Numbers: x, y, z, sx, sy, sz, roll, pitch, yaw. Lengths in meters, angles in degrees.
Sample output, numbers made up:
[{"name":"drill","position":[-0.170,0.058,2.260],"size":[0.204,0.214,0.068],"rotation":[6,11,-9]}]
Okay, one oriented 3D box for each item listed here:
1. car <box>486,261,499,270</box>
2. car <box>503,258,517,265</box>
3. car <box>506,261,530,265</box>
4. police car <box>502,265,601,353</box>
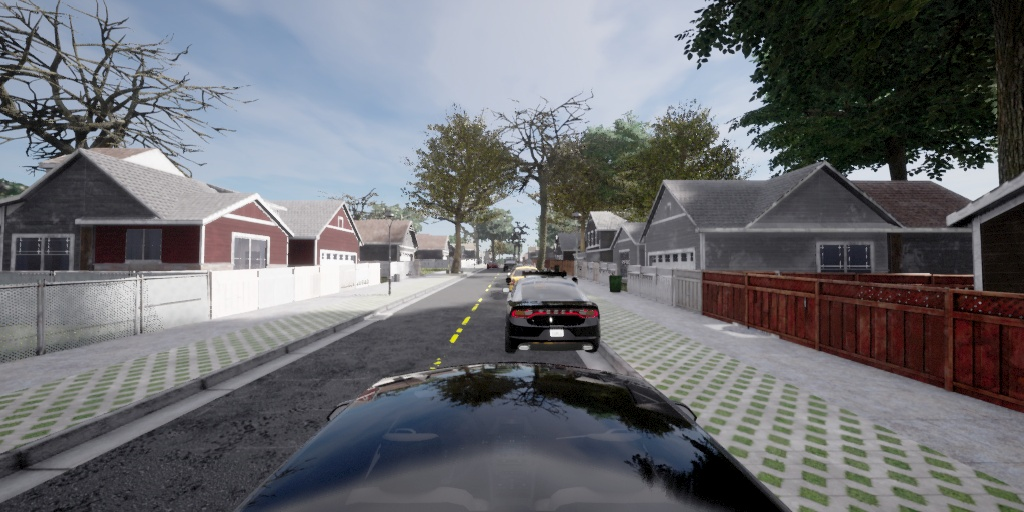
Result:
[{"name":"car","position":[-3.039,1.500,56.696],"size":[1.895,1.301,4.718],"rotation":[0,0,0]},{"name":"car","position":[-0.202,1.345,49.566],"size":[1.882,1.535,5.008],"rotation":[0,0,0]},{"name":"car","position":[0.737,1.221,19.104],"size":[1.801,1.575,5.366],"rotation":[0,0,0]},{"name":"police car","position":[0.791,1.181,9.017],"size":[1.930,1.638,5.238],"rotation":[0,0,0]}]
